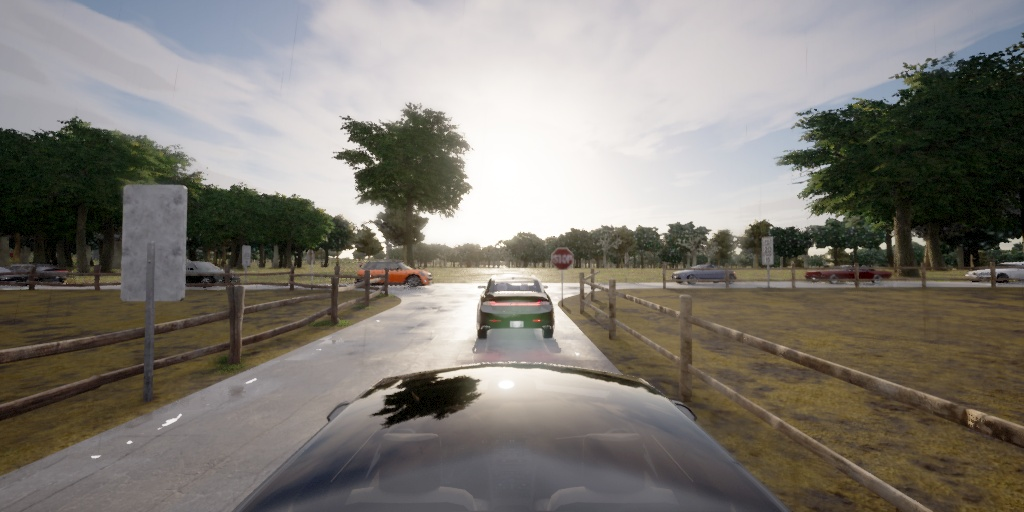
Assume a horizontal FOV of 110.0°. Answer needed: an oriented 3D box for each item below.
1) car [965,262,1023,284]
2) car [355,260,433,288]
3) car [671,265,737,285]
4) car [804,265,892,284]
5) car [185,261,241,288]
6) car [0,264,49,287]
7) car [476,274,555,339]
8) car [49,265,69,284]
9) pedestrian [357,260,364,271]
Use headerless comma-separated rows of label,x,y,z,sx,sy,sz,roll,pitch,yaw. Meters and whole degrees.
car,34.590,1.155,24.694,4.674,1.442,1.812,-1,-2,9
car,-7.418,1.118,22.883,4.553,1.767,2.097,0,-1,0
car,13.732,1.320,25.827,4.181,1.385,1.994,0,-2,0
car,23.914,1.306,25.697,4.718,1.301,1.895,0,-2,3
car,-19.989,1.123,22.852,4.553,1.767,2.097,0,-2,0
car,-33.675,1.312,22.818,5.357,1.411,2.033,0,-2,0
car,0.041,1.255,10.107,2.128,1.511,4.902,0,0,-1
car,-35.065,1.333,25.760,4.902,1.511,2.128,0,-2,0
pedestrian,-12.188,1.189,28.848,0.375,1.860,0.375,0,-1,0
